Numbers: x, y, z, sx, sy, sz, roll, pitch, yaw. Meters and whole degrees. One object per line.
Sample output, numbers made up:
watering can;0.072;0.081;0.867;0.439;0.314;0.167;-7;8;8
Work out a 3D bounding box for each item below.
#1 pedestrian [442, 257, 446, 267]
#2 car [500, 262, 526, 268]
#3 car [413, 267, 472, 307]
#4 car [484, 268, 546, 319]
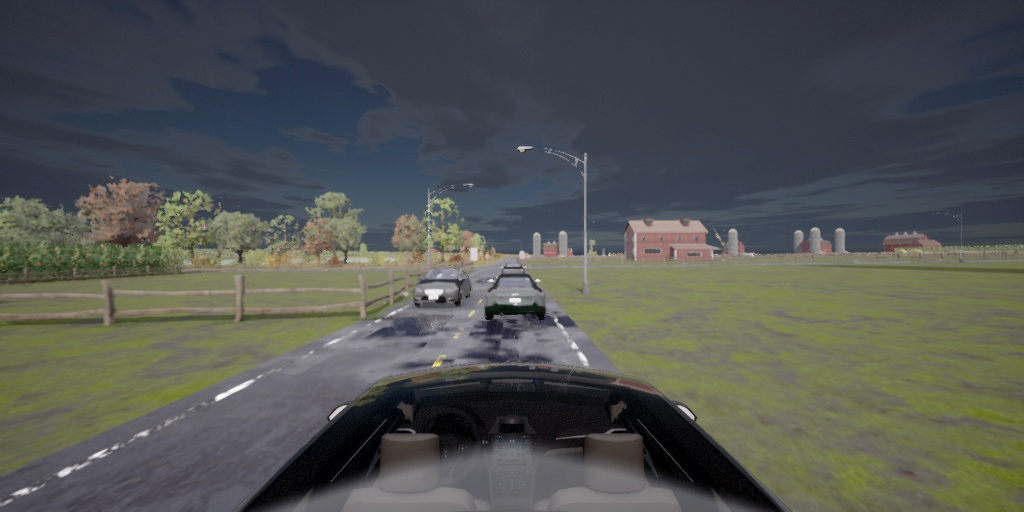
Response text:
pedestrian;-12.182;1.126;64.073;0.375;1.860;0.375;0;1;0
car;0.090;1.222;28.720;2.128;1.511;4.902;0;0;0
car;-2.855;1.231;15.471;2.128;1.511;4.902;0;0;0
car;0.097;1.306;12.841;1.994;1.385;4.181;0;0;0
